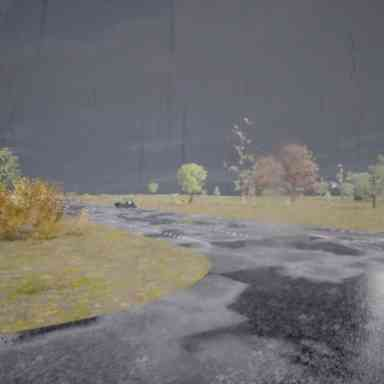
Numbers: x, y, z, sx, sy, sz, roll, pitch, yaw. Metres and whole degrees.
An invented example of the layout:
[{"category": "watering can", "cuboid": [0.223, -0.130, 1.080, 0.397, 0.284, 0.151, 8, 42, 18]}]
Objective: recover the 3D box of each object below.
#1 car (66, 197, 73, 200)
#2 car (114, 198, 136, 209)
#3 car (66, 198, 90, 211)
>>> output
[{"category": "car", "cuboid": [-31.039, 1.936, 84.379, 1.994, 1.385, 4.181, 0, 0, -32]}, {"category": "car", "cuboid": [-10.270, 1.666, 50.707, 2.097, 1.767, 4.553, 0, 0, -32]}, {"category": "car", "cuboid": [-15.415, 1.862, 45.668, 1.994, 1.385, 4.181, 0, 0, -32]}]
